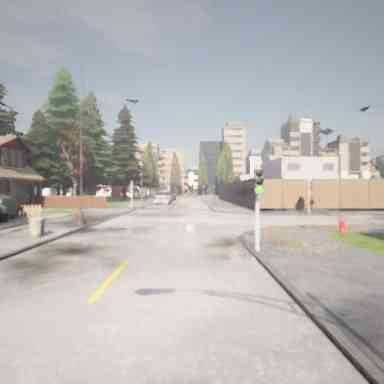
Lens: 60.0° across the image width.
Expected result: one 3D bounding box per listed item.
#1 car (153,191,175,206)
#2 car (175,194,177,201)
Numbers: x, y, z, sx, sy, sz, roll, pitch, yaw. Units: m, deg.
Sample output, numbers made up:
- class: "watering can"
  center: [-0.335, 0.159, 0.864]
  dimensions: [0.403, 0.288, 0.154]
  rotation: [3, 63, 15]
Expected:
- class: "car"
  center: [-4.067, 0.825, 46.606]
  dimensions: [2.150, 2.045, 5.566]
  rotation: [0, 1, 1]
- class: "car"
  center: [-3.998, 0.938, 64.052]
  dimensions: [1.882, 1.535, 5.008]
  rotation: [0, 1, 0]
